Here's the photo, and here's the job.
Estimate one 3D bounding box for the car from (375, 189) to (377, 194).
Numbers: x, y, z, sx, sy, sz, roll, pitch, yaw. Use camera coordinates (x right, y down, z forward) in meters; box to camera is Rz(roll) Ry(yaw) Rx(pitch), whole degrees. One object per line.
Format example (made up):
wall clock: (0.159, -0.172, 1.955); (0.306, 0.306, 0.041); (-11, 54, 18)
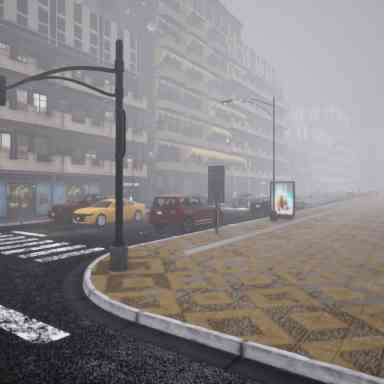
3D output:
car: (44.265, -0.221, 81.419); (2.008, 1.369, 4.403); (1, 2, 35)

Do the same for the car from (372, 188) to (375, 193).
car: (37.916, -0.012, 72.321); (1.887, 1.381, 4.507); (1, 2, 35)

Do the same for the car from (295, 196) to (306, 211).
car: (9.344, 0.964, 31.382); (1.947, 1.339, 4.313); (1, 2, 35)

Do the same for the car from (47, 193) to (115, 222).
car: (-7.085, 1.010, 22.474); (2.192, 1.841, 5.009); (1, 2, 35)

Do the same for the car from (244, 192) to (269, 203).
car: (8.782, 0.754, 45.220); (1.802, 1.307, 4.206); (2, 2, 35)

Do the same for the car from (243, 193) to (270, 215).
car: (6.169, 1.069, 26.832); (1.947, 1.339, 4.313); (1, 2, 35)

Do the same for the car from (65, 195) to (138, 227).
car: (-5.054, 1.180, 20.885); (1.882, 1.535, 5.008); (0, 1, 34)

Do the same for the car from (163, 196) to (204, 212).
car: (-0.739, 1.069, 31.577); (1.802, 1.307, 4.206); (2, 2, 35)

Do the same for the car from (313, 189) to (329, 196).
car: (27.826, -0.025, 72.503); (1.967, 1.590, 4.097); (2, 2, 35)

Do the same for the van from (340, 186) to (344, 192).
van: (37.349, -0.446, 86.145); (1.690, 1.788, 3.998); (2, 2, 35)

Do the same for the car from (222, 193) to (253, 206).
car: (5.609, 0.828, 40.672); (2.008, 1.369, 4.403); (2, 2, 35)

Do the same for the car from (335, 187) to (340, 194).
car: (34.175, -0.240, 81.600); (1.967, 1.590, 4.097); (2, 2, 35)

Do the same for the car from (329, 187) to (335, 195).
car: (31.000, -0.028, 77.055); (1.887, 1.381, 4.507); (2, 2, 35)

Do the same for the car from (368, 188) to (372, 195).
car: (34.741, 0.095, 67.772); (1.887, 1.381, 4.507); (1, 2, 35)

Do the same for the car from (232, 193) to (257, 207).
car: (6.070, 0.842, 36.818); (1.837, 1.490, 4.892); (0, 1, 35)

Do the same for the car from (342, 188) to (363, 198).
car: (28.392, 0.308, 58.675); (1.887, 1.381, 4.507); (1, 2, 35)

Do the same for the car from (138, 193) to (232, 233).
car: (-0.179, 1.026, 17.728); (2.192, 1.841, 5.009); (1, 2, 35)

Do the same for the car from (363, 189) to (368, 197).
car: (31.567, 0.098, 63.220); (1.967, 1.590, 4.097); (1, 2, 35)

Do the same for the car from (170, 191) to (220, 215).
car: (0.331, 0.878, 28.606); (2.097, 1.767, 4.553); (0, 1, 35)

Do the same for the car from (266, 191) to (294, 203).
car: (12.074, 0.631, 45.343); (2.128, 1.511, 4.902); (0, 1, 35)
